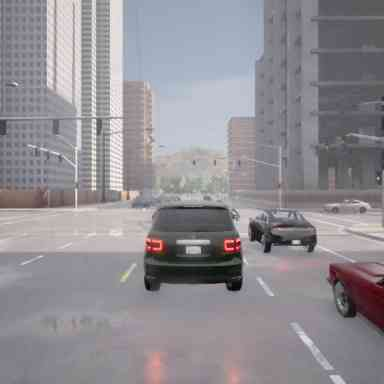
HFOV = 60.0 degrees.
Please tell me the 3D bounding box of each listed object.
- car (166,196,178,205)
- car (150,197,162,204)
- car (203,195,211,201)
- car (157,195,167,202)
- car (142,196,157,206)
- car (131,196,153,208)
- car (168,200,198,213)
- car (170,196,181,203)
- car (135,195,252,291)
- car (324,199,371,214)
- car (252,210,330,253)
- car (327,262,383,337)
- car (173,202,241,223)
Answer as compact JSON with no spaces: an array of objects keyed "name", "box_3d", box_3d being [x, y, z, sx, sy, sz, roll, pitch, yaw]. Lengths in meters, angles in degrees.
[{"name":"car","box_3d":[-3.684,1.505,61.600,1.837,1.490,4.892,0,0,1]},{"name":"car","box_3d":[-7.089,1.601,66.259,1.895,1.301,4.718,0,0,1]},{"name":"car","box_3d":[3.660,1.500,82.522,1.837,1.490,4.892,0,0,1]},{"name":"car","box_3d":[-6.922,1.497,76.516,1.837,1.490,4.892,0,0,1]},{"name":"car","box_3d":[-7.271,1.505,56.856,1.837,1.490,4.892,0,0,1]},{"name":"car","box_3d":[-7.381,1.352,47.955,2.097,1.767,4.553,0,0,1]},{"name":"car","box_3d":[-0.989,1.601,38.446,1.895,1.301,4.718,0,0,20]},{"name":"car","box_3d":[-3.492,1.553,71.365,1.994,1.385,4.181,0,0,1]},{"name":"car","box_3d":[0.034,1.221,9.149,2.150,2.045,5.566,0,0,0]},{"name":"car","box_3d":[16.543,1.526,35.573,4.674,1.442,1.812,0,0,0]},{"name":"car","box_3d":[3.540,1.492,13.726,2.128,1.511,4.902,0,0,0]},{"name":"car","box_3d":[3.590,1.601,4.472,1.895,1.301,4.718,0,0,0]},{"name":"car","box_3d":[1.056,1.506,24.937,4.892,1.490,1.837,0,0,0]}]
